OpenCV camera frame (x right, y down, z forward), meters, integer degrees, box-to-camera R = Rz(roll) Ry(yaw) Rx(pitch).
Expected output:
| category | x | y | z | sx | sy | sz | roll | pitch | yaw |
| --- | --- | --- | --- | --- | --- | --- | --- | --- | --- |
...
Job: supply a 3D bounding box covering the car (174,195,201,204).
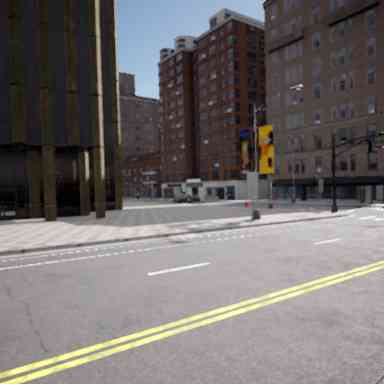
| category | x | y | z | sx | sy | sz | roll | pitch | yaw |
| --- | --- | --- | --- | --- | --- | --- | --- | --- | --- |
| car | -0.806 | 1.143 | 51.732 | 2.033 | 1.411 | 5.357 | -3 | 1 | -35 |
